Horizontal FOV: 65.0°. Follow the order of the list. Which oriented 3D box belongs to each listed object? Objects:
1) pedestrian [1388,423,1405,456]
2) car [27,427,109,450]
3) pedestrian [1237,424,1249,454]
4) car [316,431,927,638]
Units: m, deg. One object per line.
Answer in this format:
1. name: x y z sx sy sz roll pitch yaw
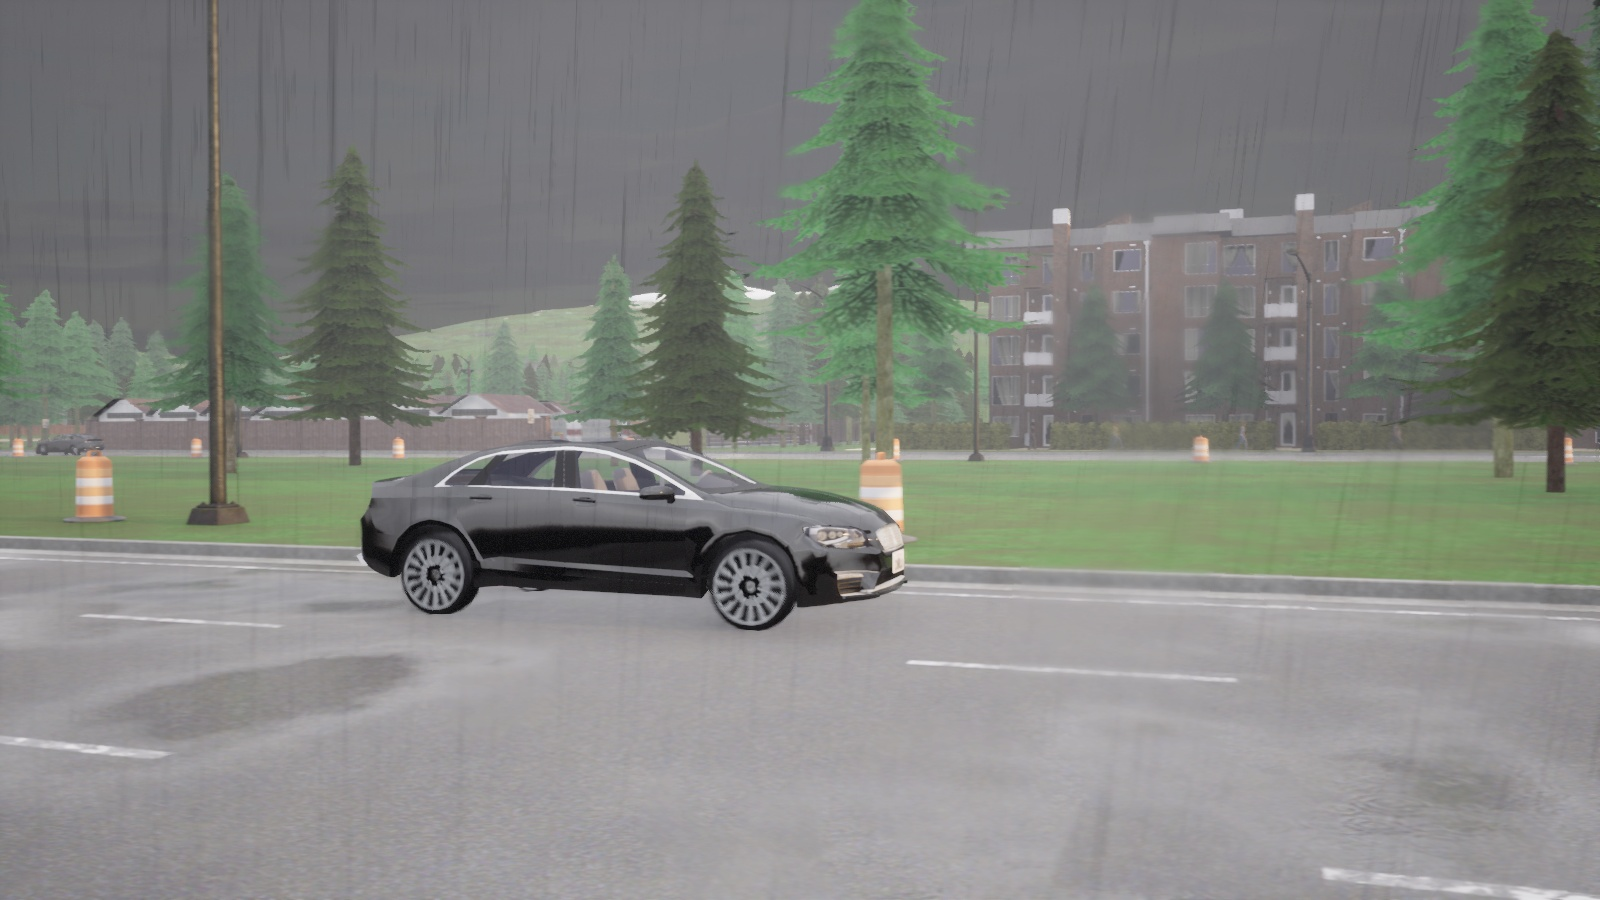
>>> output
1. pedestrian: 35.829 -0.618 75.463 0.873 1.952 0.659 1 1 21
2. car: -49.496 -0.764 84.937 4.902 1.511 2.128 1 1 19
3. pedestrian: 27.488 -0.690 77.975 0.706 1.836 0.354 1 1 19
4. car: -1.518 0.599 11.088 4.902 1.511 2.128 1 1 19
